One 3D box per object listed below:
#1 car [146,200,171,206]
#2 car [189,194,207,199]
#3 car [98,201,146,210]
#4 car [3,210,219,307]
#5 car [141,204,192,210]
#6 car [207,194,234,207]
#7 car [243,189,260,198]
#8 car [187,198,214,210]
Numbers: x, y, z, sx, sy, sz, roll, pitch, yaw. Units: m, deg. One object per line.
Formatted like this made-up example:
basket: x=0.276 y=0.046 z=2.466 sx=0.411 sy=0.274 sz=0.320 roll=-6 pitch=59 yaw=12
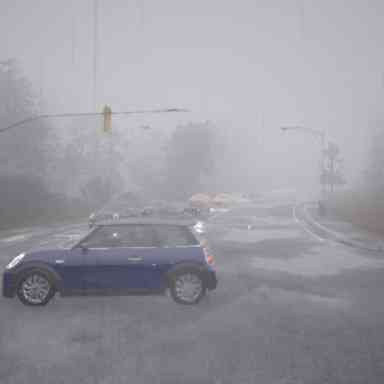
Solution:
car: x=-3.157 y=1.496 z=30.696 sx=1.837 sy=1.490 sz=4.892 roll=0 pitch=1 yaw=14
car: x=0.965 y=0.980 z=43.967 sx=1.882 sy=1.535 sz=5.008 roll=0 pitch=3 yaw=21
car: x=-5.011 y=1.464 z=22.110 sx=2.097 sy=1.767 sz=4.553 roll=0 pitch=0 yaw=11
car: x=-1.724 y=1.407 z=7.624 sx=4.553 sy=1.767 sz=2.097 roll=0 pitch=0 yaw=-2
car: x=-1.553 y=1.713 z=21.734 sx=1.895 sy=1.301 sz=4.718 roll=0 pitch=0 yaw=10
car: x=3.883 y=1.024 z=41.826 sx=1.882 sy=1.535 sz=5.008 roll=0 pitch=3 yaw=21
car: x=10.063 y=0.265 z=55.990 sx=2.128 sy=1.511 sz=4.902 roll=0 pitch=3 yaw=27
car: x=0.414 y=1.573 z=30.648 sx=1.895 sy=1.301 sz=4.718 roll=0 pitch=1 yaw=15
